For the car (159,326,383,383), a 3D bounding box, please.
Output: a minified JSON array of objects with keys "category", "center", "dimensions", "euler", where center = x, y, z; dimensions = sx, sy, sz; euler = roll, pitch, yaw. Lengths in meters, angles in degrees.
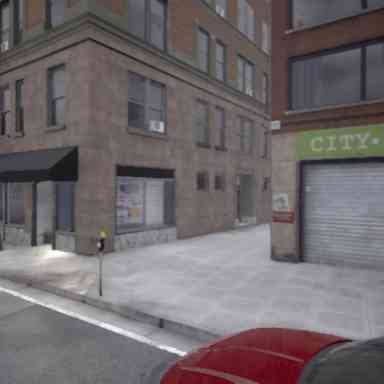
[{"category":"car","center":[1.765,1.539,1.821],"dimensions":[4.507,1.381,1.887],"euler":[0,0,35]}]
